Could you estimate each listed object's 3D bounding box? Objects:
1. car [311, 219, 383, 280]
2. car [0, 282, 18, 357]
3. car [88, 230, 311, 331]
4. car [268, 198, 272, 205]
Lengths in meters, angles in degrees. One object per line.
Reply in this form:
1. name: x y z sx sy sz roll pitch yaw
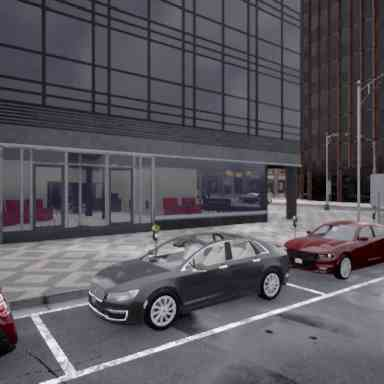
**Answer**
1. car: 4.594 1.543 9.940 4.507 1.381 1.887 0 0 -36
2. car: -4.284 1.440 3.593 4.097 1.590 1.967 0 0 -36
3. car: 0.155 1.550 6.766 4.403 1.369 2.008 0 0 -36
4. car: 8.214 0.928 43.308 1.837 1.490 4.892 0 1 -36
